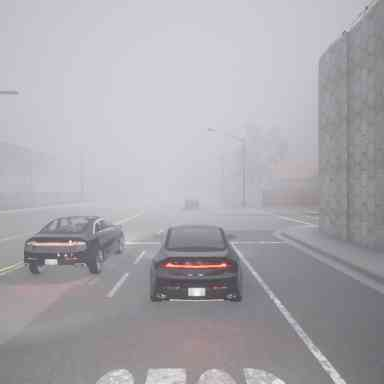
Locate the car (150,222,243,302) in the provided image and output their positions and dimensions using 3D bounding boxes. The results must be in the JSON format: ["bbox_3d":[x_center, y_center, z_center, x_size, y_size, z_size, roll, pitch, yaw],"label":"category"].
[{"bbox_3d":[0.078,1.505,8.252,1.837,1.490,4.892,0,0,0],"label":"car"}]

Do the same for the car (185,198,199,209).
[{"bbox_3d":[-0.026,1.491,44.231,2.128,1.511,4.902,0,0,0],"label":"car"}]

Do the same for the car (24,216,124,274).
[{"bbox_3d":[-3.430,1.492,10.520,2.128,1.511,4.902,0,0,0],"label":"car"}]
